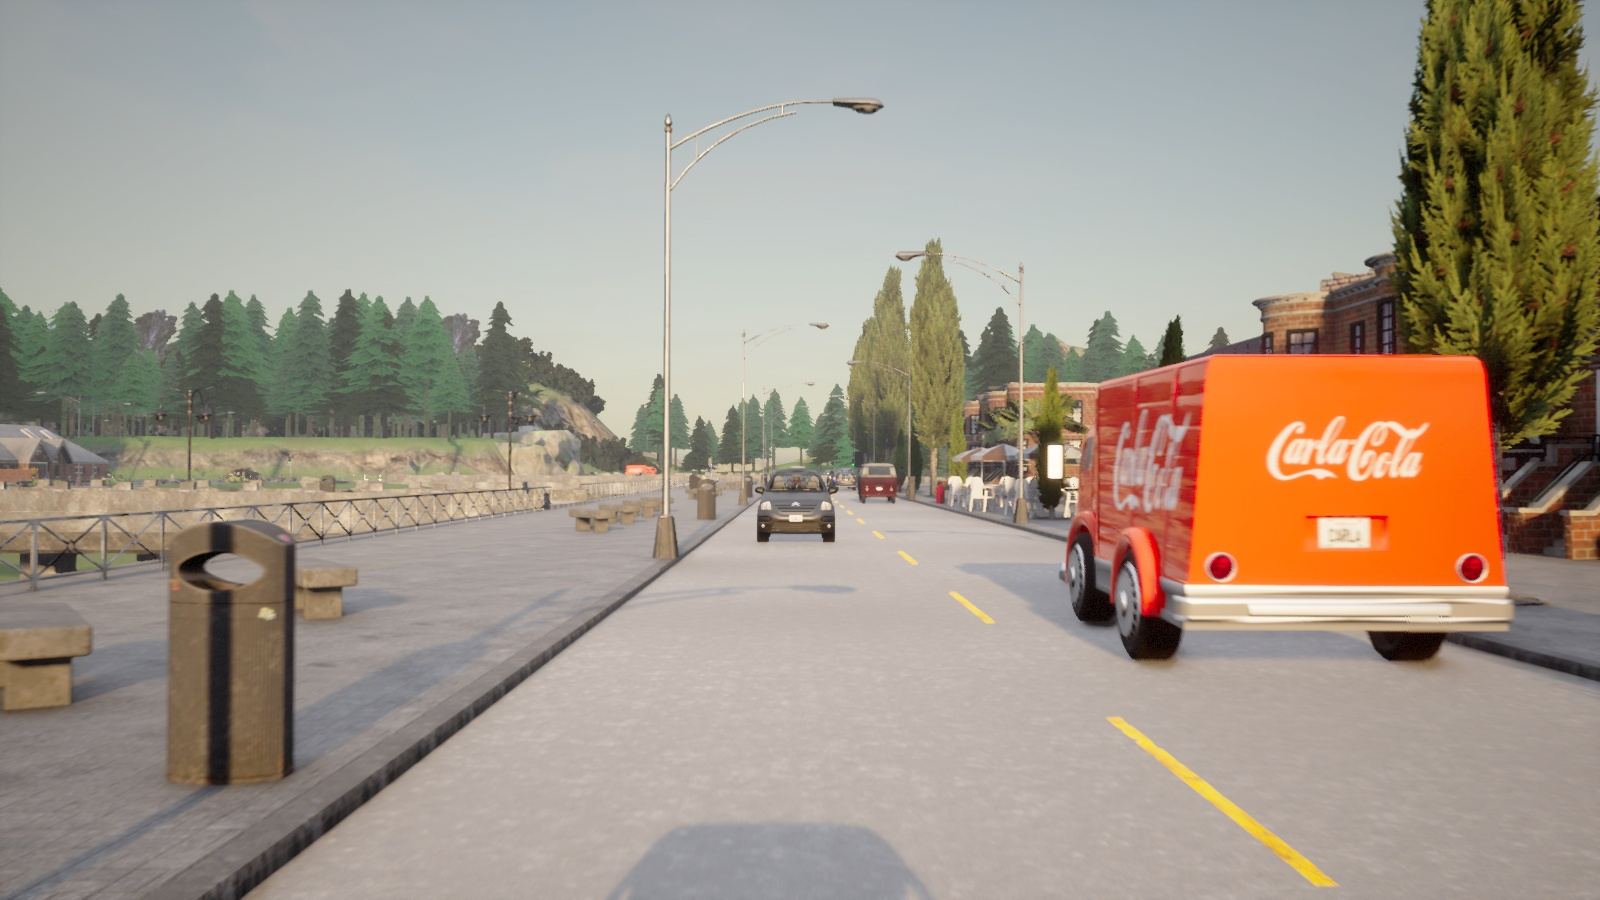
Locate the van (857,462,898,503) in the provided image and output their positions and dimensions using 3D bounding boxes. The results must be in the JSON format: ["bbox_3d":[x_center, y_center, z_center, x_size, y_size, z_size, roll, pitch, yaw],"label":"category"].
[{"bbox_3d":[3.835,1.608,62.973,1.775,1.987,4.442,0,-1,0],"label":"van"}]

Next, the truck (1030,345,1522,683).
[{"bbox_3d":[3.966,0.510,11.818,2.627,2.467,5.204,0,-1,0],"label":"truck"}]

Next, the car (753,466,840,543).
[{"bbox_3d":[-0.075,1.193,28.649,1.851,1.617,3.988,0,-1,0],"label":"car"}]
